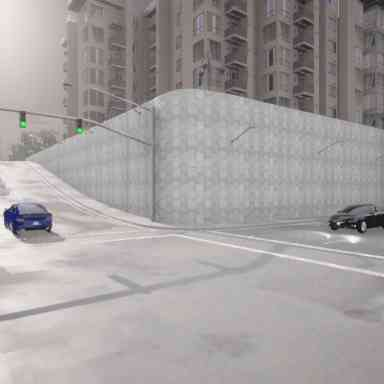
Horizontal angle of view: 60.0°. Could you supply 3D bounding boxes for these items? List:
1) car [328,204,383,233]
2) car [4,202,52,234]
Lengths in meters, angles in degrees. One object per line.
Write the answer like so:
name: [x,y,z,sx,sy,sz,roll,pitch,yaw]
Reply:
car: [10.066,1.505,19.780,4.892,1.490,1.837,0,0,-36]
car: [-9.324,1.323,18.780,1.882,1.535,5.008,0,3,-36]
